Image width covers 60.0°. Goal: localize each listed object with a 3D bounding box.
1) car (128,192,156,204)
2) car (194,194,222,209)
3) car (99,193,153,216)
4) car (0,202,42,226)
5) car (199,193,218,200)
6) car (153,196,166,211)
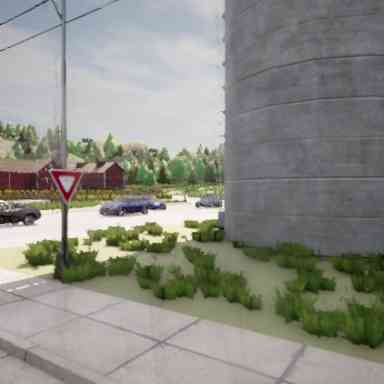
[{"bbox_3d":[-8.484,0.979,56.683,4.605,1.855,1.932,0,0,33],"label":"car"},{"bbox_3d":[2.035,1.319,41.083,1.994,1.385,4.181,0,0,33],"label":"car"},{"bbox_3d":[-5.869,1.184,28.866,2.097,1.767,4.553,0,0,33],"label":"car"},{"bbox_3d":[-11.599,1.379,19.996,2.128,1.511,4.902,0,0,33],"label":"car"},{"bbox_3d":[3.671,1.071,75.595,3.905,1.438,1.784,0,0,33],"label":"car"},{"bbox_3d":[-5.064,1.259,37.700,4.611,1.667,2.242,0,0,33],"label":"car"}]
